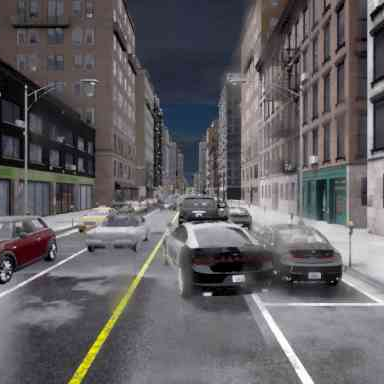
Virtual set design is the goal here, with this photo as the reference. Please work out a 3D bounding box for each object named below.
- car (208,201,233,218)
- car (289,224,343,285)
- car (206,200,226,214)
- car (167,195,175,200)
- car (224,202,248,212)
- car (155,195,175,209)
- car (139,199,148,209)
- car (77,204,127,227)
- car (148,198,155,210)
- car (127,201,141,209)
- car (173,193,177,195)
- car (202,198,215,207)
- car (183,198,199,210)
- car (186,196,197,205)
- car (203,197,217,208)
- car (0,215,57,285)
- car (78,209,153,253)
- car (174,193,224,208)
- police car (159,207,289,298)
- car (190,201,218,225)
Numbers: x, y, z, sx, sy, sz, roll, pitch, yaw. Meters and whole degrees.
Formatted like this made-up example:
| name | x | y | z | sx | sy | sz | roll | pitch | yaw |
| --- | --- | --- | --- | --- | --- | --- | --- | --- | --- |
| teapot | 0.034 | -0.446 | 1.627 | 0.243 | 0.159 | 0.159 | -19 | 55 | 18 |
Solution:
| name | x | y | z | sx | sy | sz | roll | pitch | yaw |
| --- | --- | --- | --- | --- | --- | --- | --- | --- | --- |
| car | 2.566 | 1.563 | 30.933 | 1.947 | 1.339 | 4.313 | 0 | 0 | 0 |
| car | 2.617 | 1.550 | 9.282 | 2.008 | 1.369 | 4.403 | 0 | 0 | 0 |
| car | 2.553 | 1.562 | 36.345 | 1.947 | 1.339 | 4.313 | 0 | 0 | 0 |
| car | -5.600 | 1.502 | 89.904 | 1.887 | 1.381 | 4.507 | 0 | 0 | 0 |
| car | 2.591 | 1.549 | 20.107 | 2.008 | 1.369 | 4.403 | 0 | 0 | 0 |
| car | -2.843 | 1.486 | 39.943 | 2.128 | 1.511 | 4.902 | 0 | 0 | 0 |
| car | -5.459 | 1.523 | 30.753 | 1.752 | 1.417 | 4.829 | 0 | 0 | 0 |
| car | -5.433 | 1.524 | 19.927 | 1.752 | 1.417 | 4.829 | 0 | 0 | 0 |
| car | -5.472 | 1.578 | 36.336 | 1.802 | 1.307 | 4.206 | 0 | 0 | 0 |
| car | -5.447 | 1.564 | 25.510 | 1.947 | 1.339 | 4.313 | 0 | 0 | 0 |
| car | -5.587 | 1.513 | 84.450 | 2.008 | 1.369 | 4.403 | 0 | 0 | 0 |
| car | 2.514 | 1.568 | 52.584 | 1.802 | 1.307 | 4.206 | 0 | 0 | 0 |
| car | -0.095 | 1.539 | 45.325 | 2.033 | 1.411 | 5.357 | 0 | 0 | 0 |
| car | -0.140 | 1.507 | 59.349 | 1.812 | 1.442 | 4.674 | 0 | 0 | 0 |
| car | 2.527 | 1.515 | 47.341 | 1.752 | 1.417 | 4.829 | 0 | 0 | 0 |
| car | -5.408 | 1.440 | 9.272 | 1.967 | 1.590 | 4.097 | 0 | 0 | 0 |
| car | -2.879 | 1.600 | 13.788 | 1.895 | 1.301 | 4.718 | 0 | 0 | 0 |
| car | 0.439 | 1.221 | 18.875 | 2.150 | 2.045 | 5.566 | 0 | 0 | 2 |
| police car | 0.362 | 1.424 | 8.790 | 1.930 | 1.638 | 5.238 | 0 | 0 | -12 |
| car | 0.768 | 1.476 | 24.806 | 1.882 | 1.535 | 5.008 | 0 | 0 | 0 |
